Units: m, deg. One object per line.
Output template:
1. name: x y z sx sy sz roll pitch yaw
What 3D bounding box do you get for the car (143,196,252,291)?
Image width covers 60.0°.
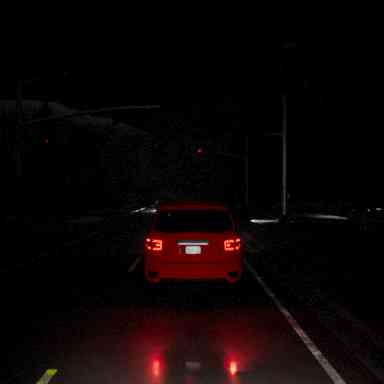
1. car: 0.038 1.221 9.165 2.150 2.045 5.566 0 0 0

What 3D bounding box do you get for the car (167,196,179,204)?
1. car: -3.690 1.564 64.973 1.994 1.385 4.181 0 0 0

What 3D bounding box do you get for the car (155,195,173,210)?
1. car: -3.692 1.352 44.561 2.097 1.767 4.553 0 0 0

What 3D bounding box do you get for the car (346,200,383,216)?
1. car: 16.485 1.520 29.977 4.892 1.490 1.837 0 0 -2

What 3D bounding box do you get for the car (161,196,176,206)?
1. car: -3.709 1.491 54.056 2.128 1.511 4.902 0 0 0
